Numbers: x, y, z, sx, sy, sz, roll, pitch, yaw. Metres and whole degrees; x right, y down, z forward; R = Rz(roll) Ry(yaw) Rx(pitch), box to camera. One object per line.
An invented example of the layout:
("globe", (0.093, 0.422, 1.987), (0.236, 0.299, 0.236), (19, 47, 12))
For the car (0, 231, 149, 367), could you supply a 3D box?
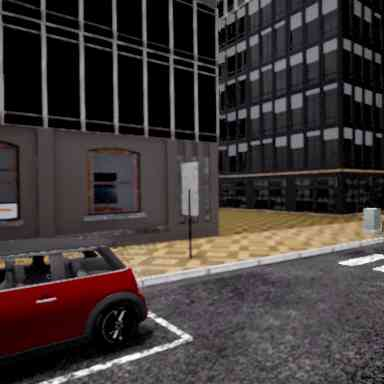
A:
("car", (-2.766, 1.440, 4.603), (4.097, 1.590, 1.967), (0, -1, -36))
